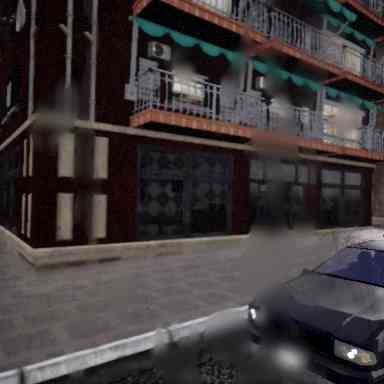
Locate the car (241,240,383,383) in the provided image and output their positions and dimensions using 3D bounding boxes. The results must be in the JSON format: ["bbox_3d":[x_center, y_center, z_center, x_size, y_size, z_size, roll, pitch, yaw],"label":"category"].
[{"bbox_3d":[3.298,1.555,5.422,5.357,1.411,2.033,0,0,-36],"label":"car"}]
